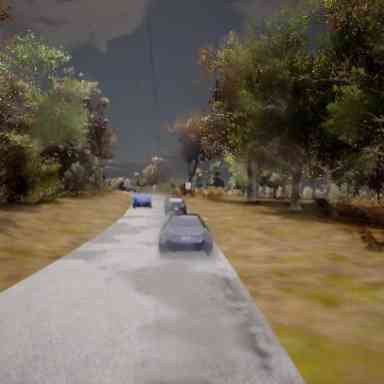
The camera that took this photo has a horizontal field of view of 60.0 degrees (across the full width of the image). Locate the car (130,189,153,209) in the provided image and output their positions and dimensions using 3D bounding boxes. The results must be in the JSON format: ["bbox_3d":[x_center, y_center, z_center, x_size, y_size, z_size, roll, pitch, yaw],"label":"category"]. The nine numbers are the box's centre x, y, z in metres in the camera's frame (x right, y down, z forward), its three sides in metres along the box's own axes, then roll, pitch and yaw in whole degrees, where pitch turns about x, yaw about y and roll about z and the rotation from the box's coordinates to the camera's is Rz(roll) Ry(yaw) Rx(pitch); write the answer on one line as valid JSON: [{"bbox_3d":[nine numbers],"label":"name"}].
[{"bbox_3d":[-5.023,0.815,33.726,1.882,1.535,5.008,1,2,-8],"label":"car"}]

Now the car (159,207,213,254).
[{"bbox_3d":[-0.277,1.526,13.357,1.994,1.385,4.181,0,1,-2],"label":"car"}]

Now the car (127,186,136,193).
[{"bbox_3d":[-13.595,-0.574,74.455,2.033,1.411,5.357,1,1,-16],"label":"car"}]

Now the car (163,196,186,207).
[{"bbox_3d":[-1.502,1.091,29.006,1.812,1.442,4.674,0,2,-6],"label":"car"}]
